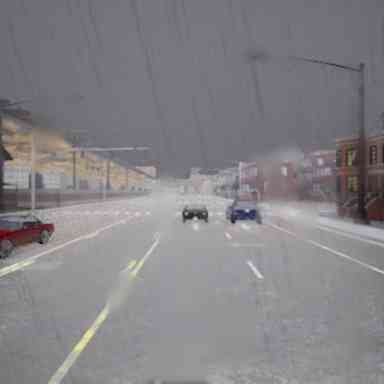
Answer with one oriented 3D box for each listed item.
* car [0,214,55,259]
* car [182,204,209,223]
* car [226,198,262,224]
[{"bbox_3d":[-7.028,1.559,12.561,1.895,1.301,4.718,0,0,0],"label":"car"},{"bbox_3d":[0.236,1.549,25.174,1.895,1.301,4.718,0,0,0],"label":"car"},{"bbox_3d":[3.733,1.309,24.696,2.097,1.767,4.553,0,0,0],"label":"car"}]
